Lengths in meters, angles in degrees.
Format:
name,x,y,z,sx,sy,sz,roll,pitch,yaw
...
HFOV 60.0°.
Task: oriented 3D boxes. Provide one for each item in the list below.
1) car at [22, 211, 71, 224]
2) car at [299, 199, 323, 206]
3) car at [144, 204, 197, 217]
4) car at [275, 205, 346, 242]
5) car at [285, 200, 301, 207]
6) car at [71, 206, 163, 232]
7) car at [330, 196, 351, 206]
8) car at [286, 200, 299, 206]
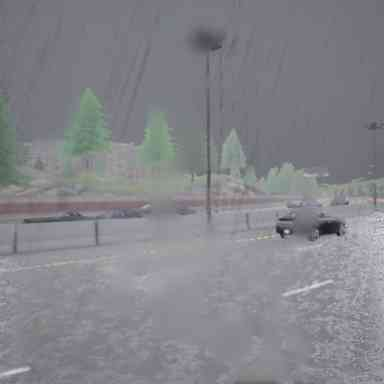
name,x,y,z,sx,sy,sz,roll,pitch,yaw
car,-9.220,2.011,23.345,4.718,1.301,1.895,0,-1,-38
car,19.092,1.890,52.419,2.097,1.767,4.553,-1,-1,37
car,-1.869,2.034,34.058,5.357,1.411,2.033,0,-1,-43
car,6.356,1.676,17.551,4.902,1.511,2.128,0,-1,-42
car,20.484,2.279,67.301,1.994,1.385,4.181,-1,-1,31
car,-4.900,1.902,22.265,5.357,1.411,2.033,0,-1,-39
car,23.360,1.717,52.291,2.150,2.045,5.566,-1,-1,36
car,17.698,2.129,56.213,1.812,1.442,4.674,-1,0,34
